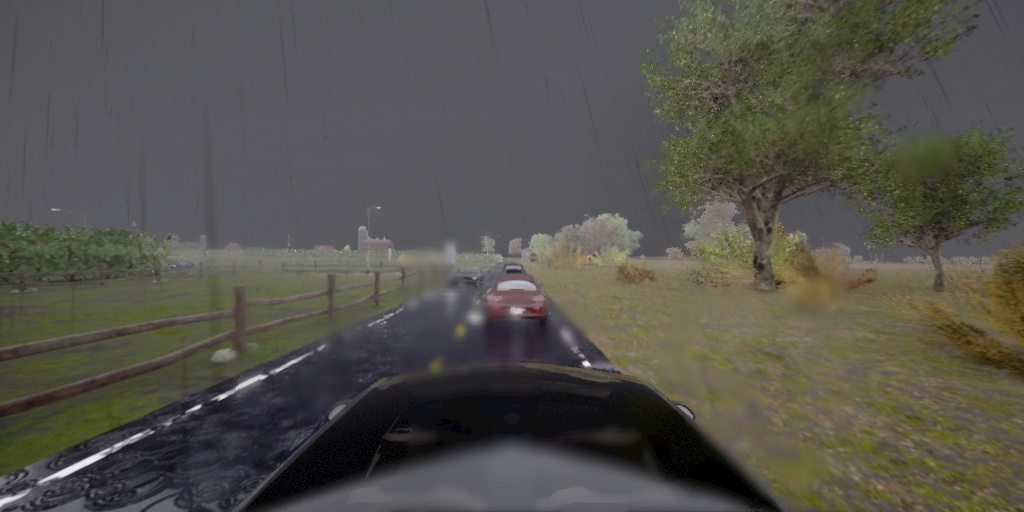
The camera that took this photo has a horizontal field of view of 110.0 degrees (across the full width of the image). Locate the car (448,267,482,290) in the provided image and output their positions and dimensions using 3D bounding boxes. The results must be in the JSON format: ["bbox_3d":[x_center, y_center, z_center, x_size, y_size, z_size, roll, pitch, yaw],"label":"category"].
[{"bbox_3d":[-2.831,1.382,22.892,1.895,1.301,4.718,0,0,0],"label":"car"}]

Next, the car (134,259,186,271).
[{"bbox_3d":[-42.594,1.046,42.677,4.902,1.511,2.128,1,0,0],"label":"car"}]

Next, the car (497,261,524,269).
[{"bbox_3d":[0.104,1.290,25.399,1.837,1.490,4.892,0,0,0],"label":"car"}]

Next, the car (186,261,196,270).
[{"bbox_3d":[-42.848,1.094,45.497,4.181,1.385,1.994,0,0,0],"label":"car"}]

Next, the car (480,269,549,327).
[{"bbox_3d":[0.105,1.290,11.530,1.812,1.442,4.674,0,-1,-1],"label":"car"}]
